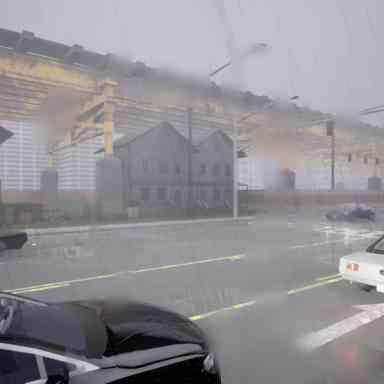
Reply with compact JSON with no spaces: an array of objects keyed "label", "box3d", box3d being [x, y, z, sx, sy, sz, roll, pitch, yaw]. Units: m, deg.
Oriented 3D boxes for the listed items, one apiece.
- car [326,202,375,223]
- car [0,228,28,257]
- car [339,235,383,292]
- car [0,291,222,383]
[{"label":"car","box3d":[12.312,1.526,25.639,4.674,1.442,1.812,0,0,-35]},{"label":"car","box3d":[-8.186,1.601,11.051,4.718,1.301,1.895,0,0,-35]},{"label":"car","box3d":[5.565,1.601,7.740,4.718,1.301,1.895,0,0,-35]},{"label":"car","box3d":[-1.951,1.492,2.354,4.902,1.511,2.128,0,0,-35]}]
